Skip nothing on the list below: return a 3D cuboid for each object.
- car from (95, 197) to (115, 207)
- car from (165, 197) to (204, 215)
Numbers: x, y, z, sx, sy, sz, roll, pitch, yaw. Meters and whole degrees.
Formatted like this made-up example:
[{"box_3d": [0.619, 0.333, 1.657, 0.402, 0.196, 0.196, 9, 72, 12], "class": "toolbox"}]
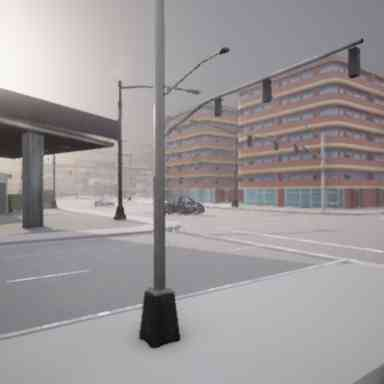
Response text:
[{"box_3d": [-13.264, 1.480, 50.333, 1.812, 1.442, 4.674, 0, 0, -37], "class": "car"}, {"box_3d": [-0.783, 1.305, 33.449, 2.097, 1.767, 4.553, 0, 0, -37], "class": "car"}]
